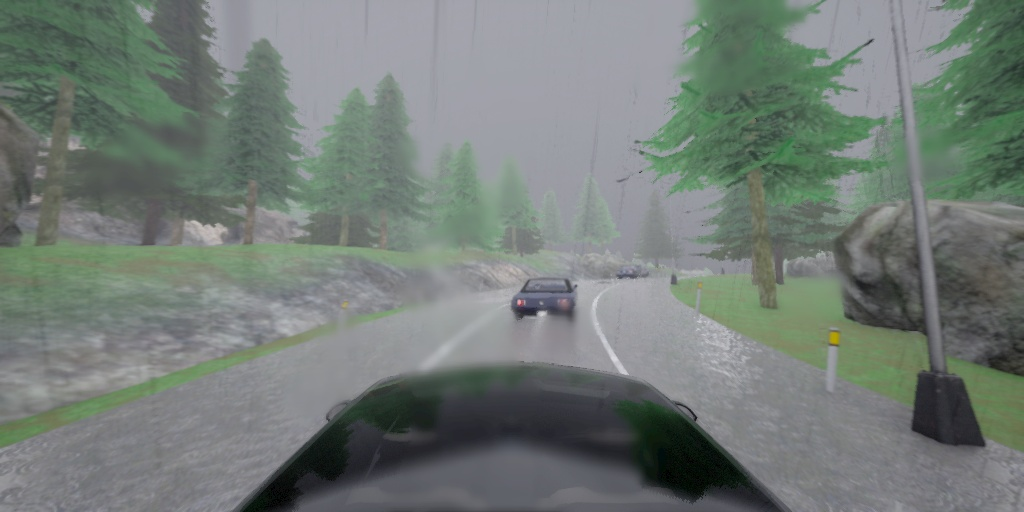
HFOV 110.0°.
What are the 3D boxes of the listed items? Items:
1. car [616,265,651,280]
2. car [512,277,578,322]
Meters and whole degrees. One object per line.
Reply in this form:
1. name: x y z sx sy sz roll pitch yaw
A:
1. car: 12.109 1.578 35.628 2.033 1.411 5.357 -5 -4 38
2. car: 1.333 1.372 12.480 1.895 1.301 4.718 -1 0 11
